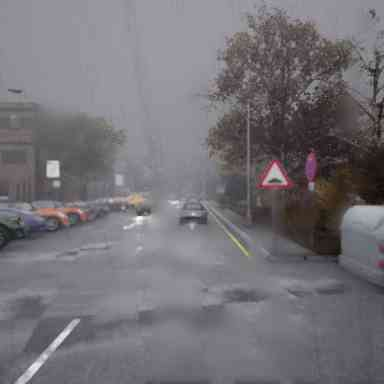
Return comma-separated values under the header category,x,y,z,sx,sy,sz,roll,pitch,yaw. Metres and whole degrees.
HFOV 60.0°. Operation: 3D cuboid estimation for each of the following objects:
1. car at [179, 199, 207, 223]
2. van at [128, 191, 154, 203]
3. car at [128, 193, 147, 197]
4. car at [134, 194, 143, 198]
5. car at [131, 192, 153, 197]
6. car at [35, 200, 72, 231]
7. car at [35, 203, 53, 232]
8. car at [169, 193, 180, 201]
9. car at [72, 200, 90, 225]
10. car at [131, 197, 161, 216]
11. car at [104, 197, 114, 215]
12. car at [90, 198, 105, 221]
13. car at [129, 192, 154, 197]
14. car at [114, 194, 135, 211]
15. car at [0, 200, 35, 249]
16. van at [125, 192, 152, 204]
category,x,y,z,sx,sy,sz,roll,pitch,yaw
car,0.093,1.460,24.411,1.994,1.385,4.181,0,0,0
van,-9.275,0.946,60.492,4.442,1.987,1.878,-1,1,-20
car,-8.945,1.328,42.594,5.366,1.575,1.946,-1,0,-20
car,-8.950,1.336,39.592,5.366,1.575,1.946,-1,0,-20
car,-9.292,1.302,51.480,5.366,1.575,1.946,-1,1,-20
car,-9.249,1.277,18.515,4.553,1.767,2.185,-1,0,-20
car,-9.231,1.453,15.519,4.674,1.452,2.002,-1,1,-20
car,-3.711,1.038,71.181,2.128,1.511,4.902,0,1,5
car,-9.230,1.266,21.516,4.553,1.767,2.185,-1,0,-20
car,-3.946,1.424,31.083,2.033,1.411,5.357,0,0,0
car,-9.168,1.413,27.528,4.674,1.452,2.002,-1,0,-20
car,-9.153,1.411,24.536,4.792,1.488,2.163,-1,0,-20
car,-9.139,1.263,54.548,5.008,1.535,2.097,-1,0,-20
car,-9.140,1.351,36.528,4.892,1.521,2.231,-1,0,-20
car,-9.245,1.174,12.539,5.566,2.045,2.435,-1,0,-20
van,-9.259,0.993,57.492,4.442,1.987,1.878,-1,1,-20
